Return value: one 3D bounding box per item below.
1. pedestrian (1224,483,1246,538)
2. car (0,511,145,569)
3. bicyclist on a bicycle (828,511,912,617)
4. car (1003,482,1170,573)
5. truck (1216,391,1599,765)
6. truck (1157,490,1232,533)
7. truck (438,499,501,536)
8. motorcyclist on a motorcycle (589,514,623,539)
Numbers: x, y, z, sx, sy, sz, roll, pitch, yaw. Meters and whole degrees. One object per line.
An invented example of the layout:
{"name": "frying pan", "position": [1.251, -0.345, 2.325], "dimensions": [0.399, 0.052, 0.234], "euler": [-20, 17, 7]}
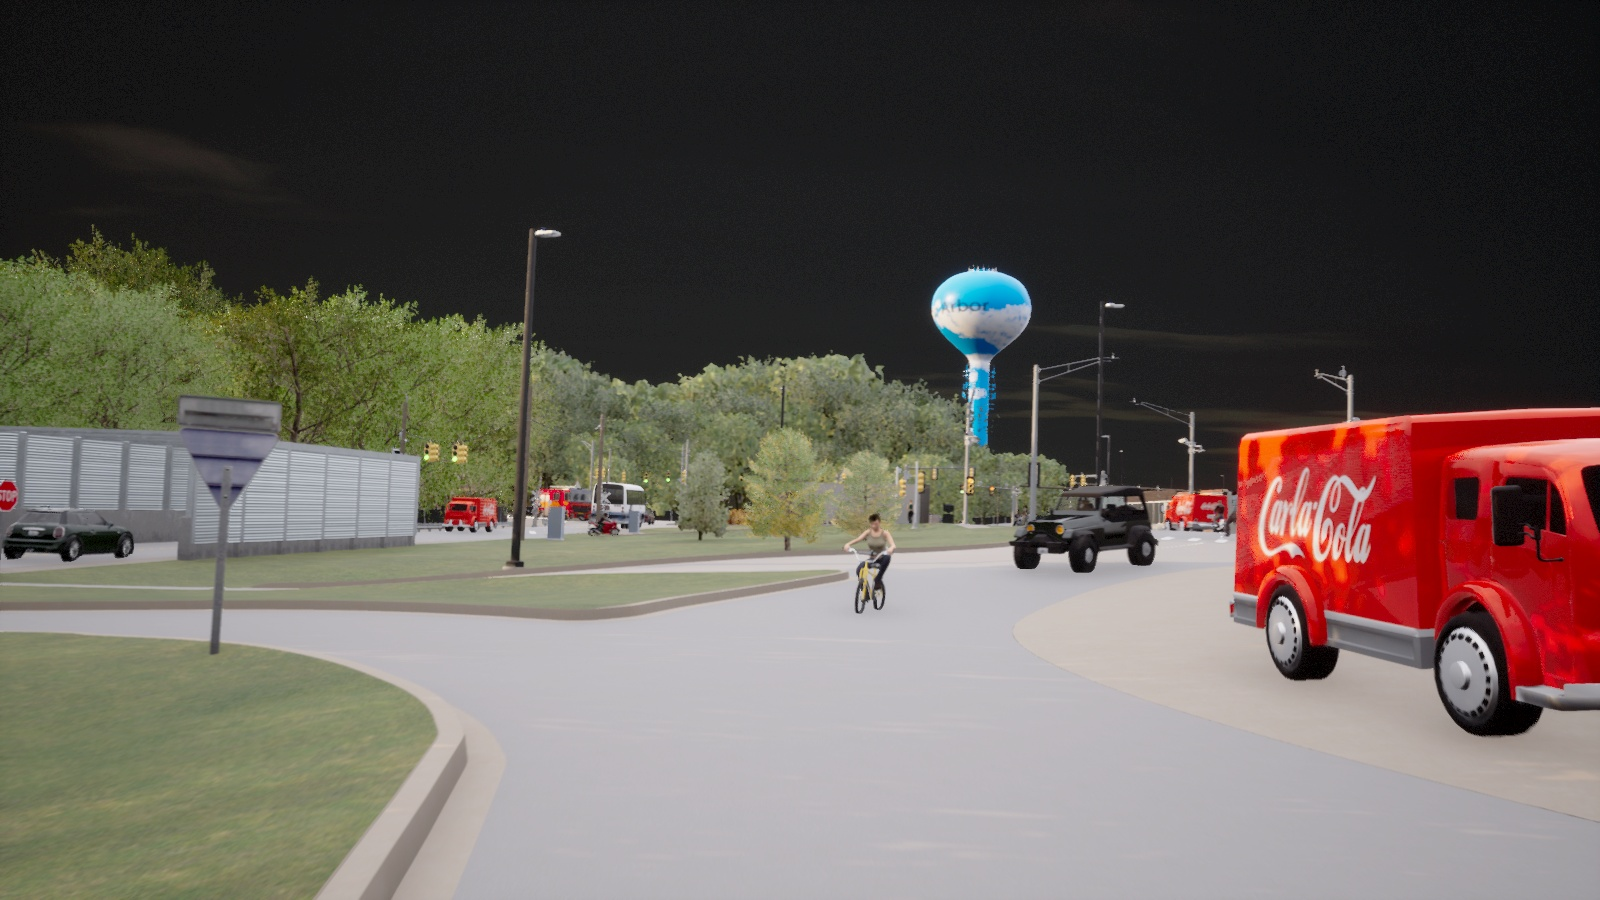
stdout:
{"name": "pedestrian", "position": [15.602, 2.169, 45.007], "dimensions": [0.692, 1.930, 0.396], "euler": [0, -5, 26]}
{"name": "car", "position": [-24.277, 2.951, 42.122], "dimensions": [2.097, 1.767, 4.553], "euler": [2, -3, 1]}
{"name": "bicyclist on a bicycle", "position": [1.151, 1.822, 20.420], "dimensions": [0.866, 1.612, 1.509], "euler": [2, -3, 22]}
{"name": "car", "position": [6.787, 1.761, 29.549], "dimensions": [3.866, 1.878, 1.905], "euler": [-1, -1, -42]}
{"name": "truck", "position": [6.045, 0.870, 11.056], "dimensions": [2.627, 2.467, 5.204], "euler": [-3, -1, -4]}
{"name": "truck", "position": [24.575, 3.891, 78.480], "dimensions": [2.627, 2.467, 5.204], "euler": [2, -4, -6]}
{"name": "truck", "position": [-23.689, 4.833, 90.207], "dimensions": [2.627, 2.467, 5.204], "euler": [1, -3, 6]}
{"name": "motorcyclist on a motorcycle", "position": [-12.296, 4.832, 79.593], "dimensions": [2.044, 1.523, 0.797], "euler": [-2, -4, -1]}
